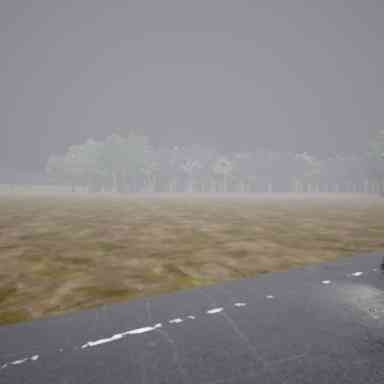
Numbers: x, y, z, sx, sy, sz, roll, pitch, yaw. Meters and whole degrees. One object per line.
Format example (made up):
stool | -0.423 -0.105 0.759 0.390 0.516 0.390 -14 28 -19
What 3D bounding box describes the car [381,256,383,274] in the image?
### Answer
car | 6.981 1.587 8.976 4.674 1.442 1.812 0 0 -36
